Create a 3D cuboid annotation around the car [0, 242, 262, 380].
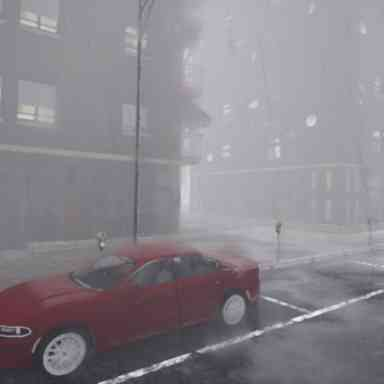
[{"bbox_3d":[-0.814,1.571,5.507,4.507,1.381,1.887,1,0,-36],"label":"car"}]
